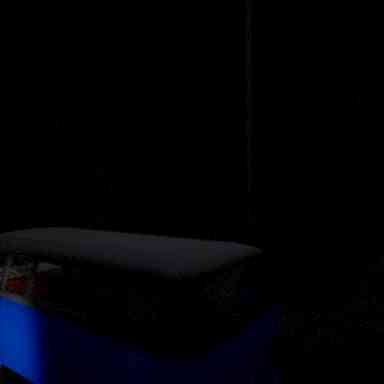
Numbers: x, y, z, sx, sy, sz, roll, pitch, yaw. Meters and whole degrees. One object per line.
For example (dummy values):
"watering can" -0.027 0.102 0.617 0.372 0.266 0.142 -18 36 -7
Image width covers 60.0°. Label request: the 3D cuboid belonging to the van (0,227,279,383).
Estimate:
"van" -1.054 1.369 3.828 3.998 1.788 1.690 -1 0 36
